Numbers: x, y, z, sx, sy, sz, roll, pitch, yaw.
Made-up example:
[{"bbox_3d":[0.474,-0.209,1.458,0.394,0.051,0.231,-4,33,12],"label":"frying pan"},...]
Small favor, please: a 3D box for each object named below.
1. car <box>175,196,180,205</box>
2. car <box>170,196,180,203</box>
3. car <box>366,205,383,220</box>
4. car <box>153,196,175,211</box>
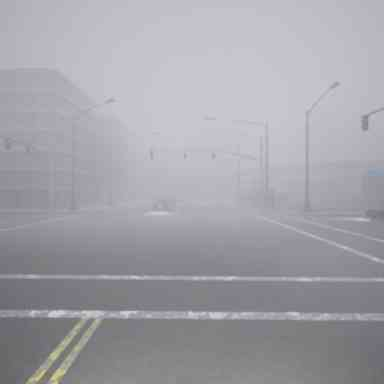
[{"bbox_3d":[-3.546,1.461,54.334,2.033,1.411,5.357,0,0,0],"label":"car"},{"bbox_3d":[-3.481,1.455,68.803,1.994,1.385,4.181,0,0,0],"label":"car"},{"bbox_3d":[16.410,1.521,26.860,4.181,1.385,1.994,0,0,0],"label":"car"},{"bbox_3d":[-3.565,1.428,39.921,2.128,1.511,4.902,0,0,0],"label":"car"}]
